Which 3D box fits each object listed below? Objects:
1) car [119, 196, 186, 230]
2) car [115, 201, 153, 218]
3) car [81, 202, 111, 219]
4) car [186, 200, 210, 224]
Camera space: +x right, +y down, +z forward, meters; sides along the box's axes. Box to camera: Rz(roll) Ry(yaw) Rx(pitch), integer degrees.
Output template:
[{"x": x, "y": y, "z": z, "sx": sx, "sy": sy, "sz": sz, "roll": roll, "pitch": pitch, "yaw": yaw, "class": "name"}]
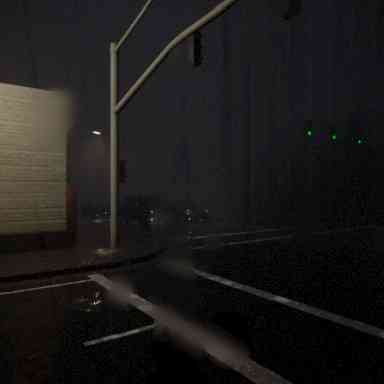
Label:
[{"x": -3.040, "y": 1.277, "z": 22.372, "sx": 2.150, "sy": 2.045, "sz": 5.566, "roll": 0, "pitch": 0, "yaw": -36, "class": "car"}, {"x": -5.687, "y": 1.619, "z": 32.115, "sx": 1.994, "sy": 1.385, "sz": 4.181, "roll": 0, "pitch": 0, "yaw": -35, "class": "car"}, {"x": -8.502, "y": 1.619, "z": 30.041, "sx": 1.994, "sy": 1.385, "sz": 4.181, "roll": 0, "pitch": 0, "yaw": -35, "class": "car"}, {"x": -0.671, "y": 1.407, "z": 25.084, "sx": 2.097, "sy": 1.767, "sz": 4.553, "roll": 0, "pitch": 0, "yaw": -35, "class": "car"}]
